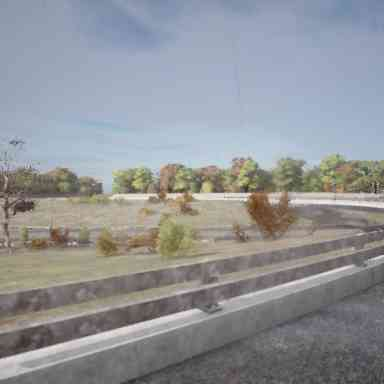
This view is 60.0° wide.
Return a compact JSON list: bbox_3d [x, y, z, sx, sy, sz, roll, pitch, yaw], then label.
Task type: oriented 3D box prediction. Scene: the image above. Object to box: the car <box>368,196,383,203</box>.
[{"bbox_3d":[44.506,2.036,78.839,1.895,1.301,4.718,0,-1,2],"label":"car"}]
